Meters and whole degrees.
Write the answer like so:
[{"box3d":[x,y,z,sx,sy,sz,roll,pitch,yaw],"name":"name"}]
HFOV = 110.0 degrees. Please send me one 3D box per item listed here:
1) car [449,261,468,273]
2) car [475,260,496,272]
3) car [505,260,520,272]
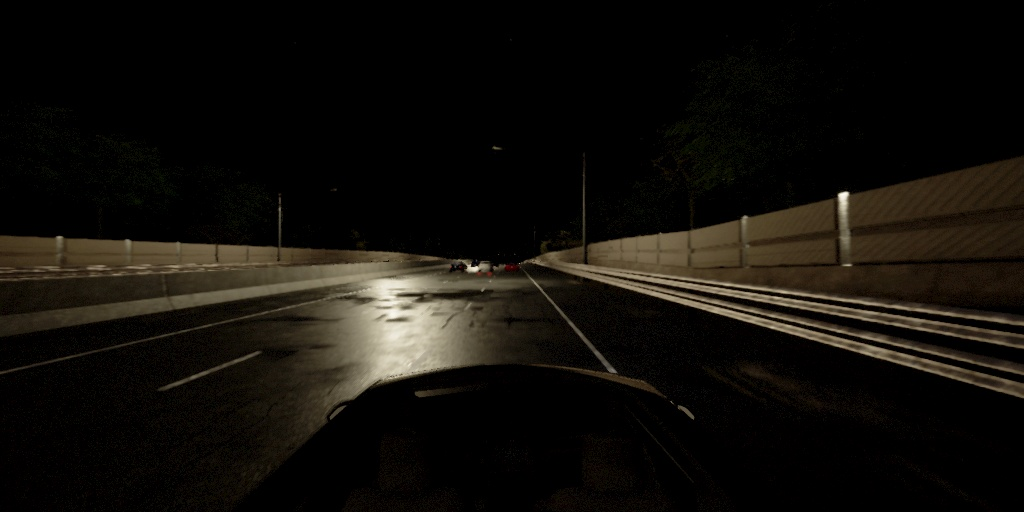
[{"box3d":[-6.999,1.414,46.915,2.033,1.411,5.357,0,0,0],"name":"car"},{"box3d":[-3.495,1.397,48.428,1.812,1.442,4.674,0,0,0],"name":"car"},{"box3d":[0.008,1.435,48.518,1.994,1.385,4.181,0,0,0],"name":"car"}]
